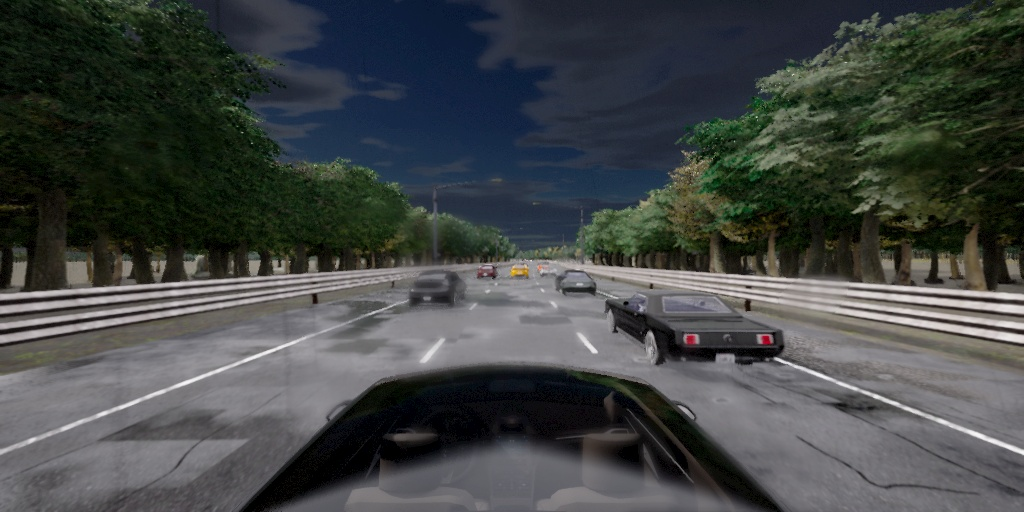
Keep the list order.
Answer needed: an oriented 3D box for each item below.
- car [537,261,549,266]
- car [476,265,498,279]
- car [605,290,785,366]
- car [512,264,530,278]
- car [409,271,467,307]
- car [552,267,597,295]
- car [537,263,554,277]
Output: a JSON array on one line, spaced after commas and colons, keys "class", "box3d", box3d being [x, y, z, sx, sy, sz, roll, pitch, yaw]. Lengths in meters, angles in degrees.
[{"class": "car", "box3d": [5.294, 1.870, 59.959, 2.097, 1.767, 4.553, 0, -1, 3]}, {"class": "car", "box3d": [-2.647, 1.749, 39.135, 1.812, 1.442, 4.674, 0, -1, 2]}, {"class": "car", "box3d": [3.531, 1.420, 8.114, 1.895, 1.301, 4.718, 0, -1, 0]}, {"class": "car", "box3d": [0.978, 1.746, 42.162, 1.882, 1.535, 5.008, 0, -1, 2]}, {"class": "car", "box3d": [-3.271, 1.419, 16.414, 1.837, 1.490, 4.892, 0, 0, 1]}, {"class": "car", "box3d": [3.733, 1.547, 21.495, 1.994, 1.385, 4.181, 0, -1, 1]}, {"class": "car", "box3d": [4.464, 1.900, 44.108, 1.895, 1.301, 4.718, 0, -1, 3]}]
